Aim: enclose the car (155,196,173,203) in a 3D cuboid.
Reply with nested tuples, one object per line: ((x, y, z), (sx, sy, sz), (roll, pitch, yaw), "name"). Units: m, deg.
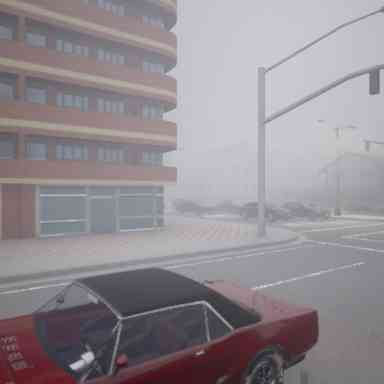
((-5.988, 1.562, 70.631), (1.994, 1.385, 4.181), (0, 0, -35), "car")

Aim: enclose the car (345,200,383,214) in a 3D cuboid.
((18.510, 1.564, 35.111), (1.994, 1.385, 4.181), (0, 0, -35), "car")

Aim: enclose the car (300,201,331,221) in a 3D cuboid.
((9.264, 1.526, 27.901), (1.812, 1.442, 4.674), (0, 0, -34), "car")

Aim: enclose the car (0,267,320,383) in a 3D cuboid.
((-0.869, 1.601, 3.370), (4.718, 1.301, 1.895), (0, 0, -35), "car")

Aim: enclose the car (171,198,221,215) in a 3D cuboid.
((0.306, 1.545, 34.726), (2.033, 1.411, 5.357), (0, 0, -34), "car")

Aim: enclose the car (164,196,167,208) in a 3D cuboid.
((-5.407, 1.547, 43.025), (2.033, 1.411, 5.357), (0, 0, -34), "car")

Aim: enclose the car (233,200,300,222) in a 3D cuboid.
((5.828, 1.505, 26.696), (1.837, 1.490, 4.892), (0, 0, -34), "car")

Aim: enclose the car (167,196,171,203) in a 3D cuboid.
((-0.854, 1.505, 42.582), (1.837, 1.490, 4.892), (0, 0, -35), "car")

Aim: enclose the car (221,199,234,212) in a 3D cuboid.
((4.329, 1.526, 35.072), (1.812, 1.442, 4.674), (0, 0, -34), "car")
